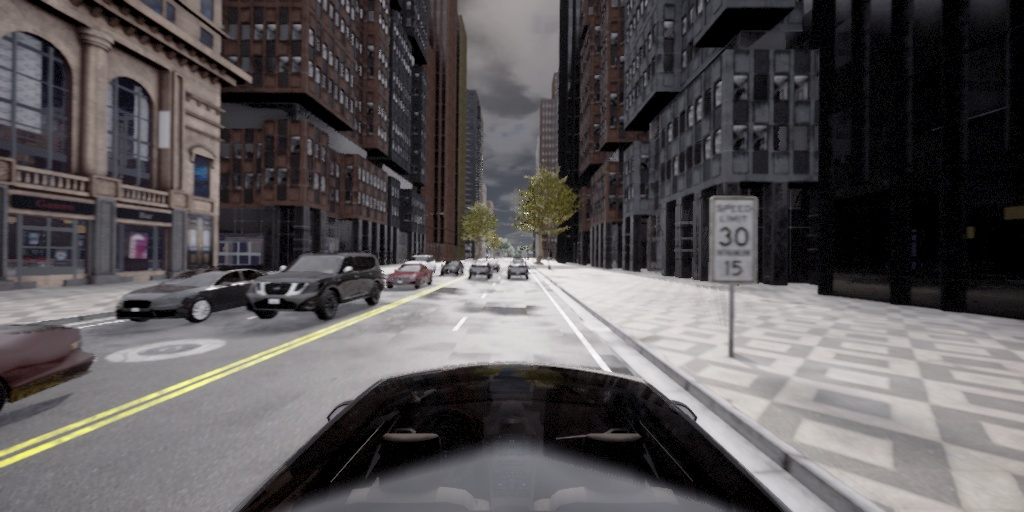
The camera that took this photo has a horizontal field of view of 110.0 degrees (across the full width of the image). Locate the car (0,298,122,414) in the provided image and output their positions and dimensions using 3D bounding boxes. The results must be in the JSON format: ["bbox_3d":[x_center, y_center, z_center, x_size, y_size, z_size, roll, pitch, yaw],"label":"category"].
[{"bbox_3d":[-6.621,1.223,2.419,2.033,1.411,5.357,1,0,1],"label":"car"}]

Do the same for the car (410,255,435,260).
[{"bbox_3d":[-9.182,0.941,36.204,2.150,2.045,5.566,1,0,1],"label":"car"}]

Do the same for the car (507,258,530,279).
[{"bbox_3d":[0.553,1.228,32.315,2.128,1.511,4.902,1,0,1],"label":"car"}]

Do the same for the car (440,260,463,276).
[{"bbox_3d":[-5.935,1.215,36.178,1.837,1.490,4.892,1,0,1],"label":"car"}]

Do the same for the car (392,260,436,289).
[{"bbox_3d":[-6.256,1.193,22.510,1.812,1.442,4.674,1,0,1],"label":"car"}]

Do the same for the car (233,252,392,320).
[{"bbox_3d":[-6.427,0.893,12.606,2.150,2.045,5.566,1,0,2],"label":"car"}]

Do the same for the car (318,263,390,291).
[{"bbox_3d":[-9.519,1.178,22.188,2.033,1.411,5.357,1,0,1],"label":"car"}]

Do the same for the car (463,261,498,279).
[{"bbox_3d":[-2.705,1.190,31.933,2.128,1.511,4.902,1,0,1],"label":"car"}]

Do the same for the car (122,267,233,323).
[{"bbox_3d":[-9.707,1.140,11.697,1.837,1.490,4.892,1,0,1],"label":"car"}]

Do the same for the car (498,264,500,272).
[{"bbox_3d":[-2.495,1.292,44.996,1.895,1.301,4.718,1,0,2],"label":"car"}]
